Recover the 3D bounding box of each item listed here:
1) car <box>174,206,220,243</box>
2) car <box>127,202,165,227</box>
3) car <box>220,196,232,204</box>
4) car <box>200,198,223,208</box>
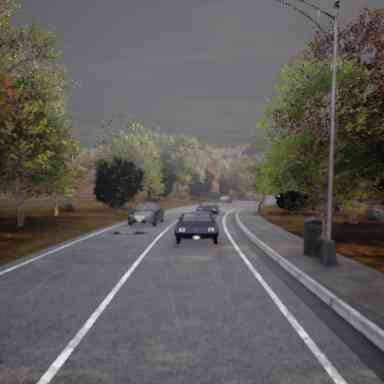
[{"bbox_3d":[0.254,1.576,16.003,1.895,1.301,4.718,0,0,2],"label":"car"},{"bbox_3d":[-3.034,1.452,22.799,2.128,1.511,4.902,0,0,5],"label":"car"},{"bbox_3d":[6.192,1.489,62.765,1.812,1.442,4.674,2,1,22],"label":"car"},{"bbox_3d":[1.699,1.588,32.204,1.895,1.301,4.718,1,0,8],"label":"car"}]
